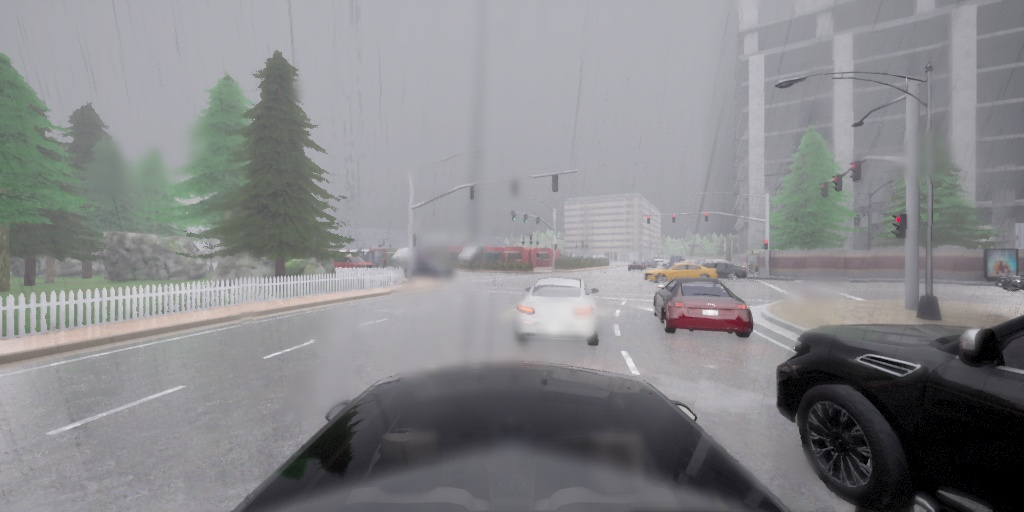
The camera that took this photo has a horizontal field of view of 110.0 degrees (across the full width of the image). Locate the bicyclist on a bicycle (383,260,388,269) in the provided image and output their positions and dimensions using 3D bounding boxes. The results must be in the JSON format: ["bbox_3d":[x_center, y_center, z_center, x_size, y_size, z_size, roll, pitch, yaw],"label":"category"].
[{"bbox_3d":[-15.686,1.258,44.313,0.582,1.620,1.656,0,0,-22],"label":"bicyclist on a bicycle"}]

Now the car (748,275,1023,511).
[{"bbox_3d":[3.737,0.971,1.208,2.150,2.045,5.566,0,0,0],"label":"car"}]

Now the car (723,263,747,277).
[{"bbox_3d":[17.037,1.303,30.447,4.892,1.490,1.837,0,0,30],"label":"car"}]

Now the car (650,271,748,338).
[{"bbox_3d":[5.307,1.314,10.435,1.994,1.385,4.181,0,0,17],"label":"car"}]

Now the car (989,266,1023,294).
[{"bbox_3d":[29.708,1.331,19.187,4.674,1.442,1.812,0,0,29],"label":"car"}]

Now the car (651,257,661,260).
[{"bbox_3d":[22.155,1.297,57.681,2.033,1.411,5.357,0,0,30],"label":"car"}]

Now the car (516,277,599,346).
[{"bbox_3d":[1.285,1.276,9.432,1.812,1.442,4.674,0,0,11],"label":"car"}]

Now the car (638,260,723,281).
[{"bbox_3d":[12.287,1.264,26.389,5.008,1.535,1.882,0,-1,3],"label":"car"}]

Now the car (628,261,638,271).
[{"bbox_3d":[17.057,1.351,48.593,1.895,1.301,4.718,0,0,29],"label":"car"}]

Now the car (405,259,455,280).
[{"bbox_3d":[-7.286,1.157,31.969,4.553,1.767,2.097,0,0,30],"label":"car"}]

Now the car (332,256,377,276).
[{"bbox_3d":[-16.566,1.025,37.246,5.566,2.045,2.150,0,0,29],"label":"car"}]
